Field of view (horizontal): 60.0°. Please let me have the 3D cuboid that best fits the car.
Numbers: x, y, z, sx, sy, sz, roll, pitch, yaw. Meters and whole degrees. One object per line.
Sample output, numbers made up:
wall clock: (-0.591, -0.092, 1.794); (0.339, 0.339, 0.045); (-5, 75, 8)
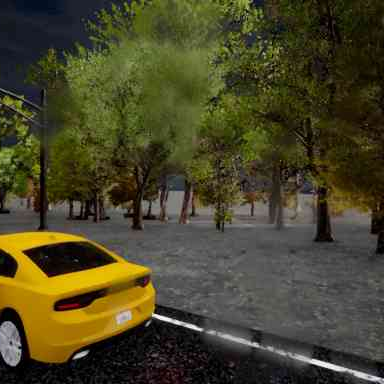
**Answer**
car: (-2.900, 1.444, 5.749); (5.008, 1.535, 1.882); (1, 0, 35)
